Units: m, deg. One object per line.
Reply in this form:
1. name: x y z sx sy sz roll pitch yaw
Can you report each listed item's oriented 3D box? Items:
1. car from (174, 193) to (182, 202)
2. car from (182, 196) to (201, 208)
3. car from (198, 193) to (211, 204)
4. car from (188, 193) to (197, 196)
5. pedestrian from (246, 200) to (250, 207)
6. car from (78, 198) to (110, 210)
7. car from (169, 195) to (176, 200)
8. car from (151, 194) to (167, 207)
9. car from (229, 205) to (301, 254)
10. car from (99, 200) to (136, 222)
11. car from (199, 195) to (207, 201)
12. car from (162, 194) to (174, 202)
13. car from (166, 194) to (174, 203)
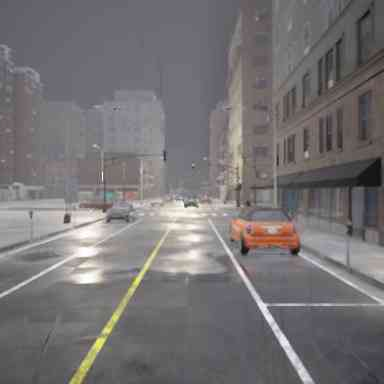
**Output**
1. car: -2.735 1.521 74.944 2.033 1.411 5.357 0 0 0
2. car: -0.130 1.587 47.159 1.895 1.301 4.718 0 0 -2
3. car: 2.651 1.423 63.856 1.967 1.590 4.097 0 0 0
4. car: 0.017 1.197 83.067 2.150 2.045 5.566 0 0 0
5. pedestrian: 2.753 1.288 16.339 0.375 1.860 0.375 0 0 -8
6. car: -11.363 1.463 40.303 4.674 1.442 1.812 0 -1 5
7. car: -5.369 1.560 92.168 1.802 1.307 4.206 0 0 0
8. car: -5.377 1.510 52.364 1.752 1.417 4.829 0 0 0
9. car: 2.752 1.347 13.533 2.097 1.767 4.553 0 0 0
10. car: -5.382 1.542 25.689 2.008 1.369 4.403 0 0 0
11. car: 2.654 1.505 81.012 1.752 1.417 4.829 0 0 0
12. car: -5.372 1.296 75.182 2.192 1.841 5.009 0 0 0
13. car: -5.373 1.532 69.520 2.008 1.369 4.403 0 0 0
